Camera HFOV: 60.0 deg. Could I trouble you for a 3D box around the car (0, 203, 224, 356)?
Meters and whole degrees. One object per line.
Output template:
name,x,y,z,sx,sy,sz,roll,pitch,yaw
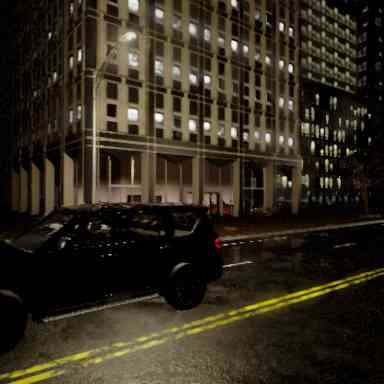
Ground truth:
car,-1.907,1.256,6.364,5.566,2.045,2.150,1,0,-36

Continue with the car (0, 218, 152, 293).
car,-3.607,1.571,9.159,4.674,1.442,1.812,1,0,-36
